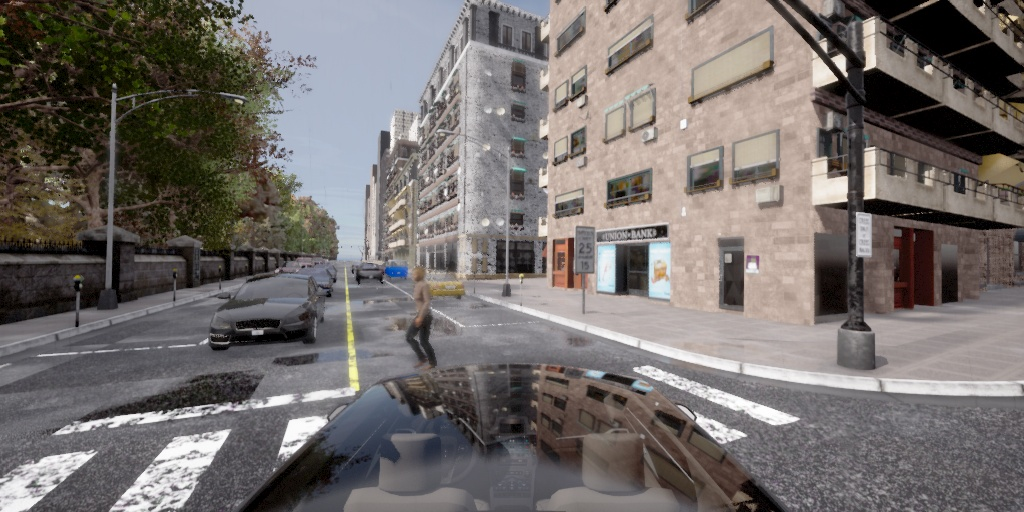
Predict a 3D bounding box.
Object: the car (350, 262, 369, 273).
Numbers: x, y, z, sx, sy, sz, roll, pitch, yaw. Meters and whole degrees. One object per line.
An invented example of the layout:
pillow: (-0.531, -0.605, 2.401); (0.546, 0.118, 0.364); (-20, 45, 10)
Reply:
car: (-19.958, 1.466, 46.825); (2.033, 1.411, 5.357); (1, -1, -25)

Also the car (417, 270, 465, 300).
car: (-3.769, 1.382, 18.288); (1.751, 1.417, 4.829); (0, 0, -25)

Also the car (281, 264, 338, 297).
car: (-10.307, 1.307, 18.639); (2.033, 1.411, 5.357); (1, -1, -25)

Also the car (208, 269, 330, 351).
car: (-5.886, 1.231, 9.114); (1.837, 1.490, 4.892); (1, -1, -24)

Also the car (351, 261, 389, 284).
car: (-11.414, 1.341, 28.566); (2.128, 1.511, 4.902); (1, -1, -25)

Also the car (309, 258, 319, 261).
car: (-23.013, 1.108, 39.674); (2.192, 1.841, 5.009); (0, 0, -25)

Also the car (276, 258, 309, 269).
car: (-18.322, 1.195, 29.639); (1.967, 1.591, 4.097); (0, 0, -25)

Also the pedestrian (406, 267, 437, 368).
pedestrian: (-1.564, 1.055, 6.175); (0.375, 1.860, 0.375); (2, -1, -25)

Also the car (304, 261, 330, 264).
car: (-14.819, 1.342, 28.305); (2.033, 1.411, 5.357); (1, -1, -25)

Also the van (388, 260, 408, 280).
van: (-10.732, 1.251, 33.188); (1.690, 1.789, 3.998); (0, 0, -25)
